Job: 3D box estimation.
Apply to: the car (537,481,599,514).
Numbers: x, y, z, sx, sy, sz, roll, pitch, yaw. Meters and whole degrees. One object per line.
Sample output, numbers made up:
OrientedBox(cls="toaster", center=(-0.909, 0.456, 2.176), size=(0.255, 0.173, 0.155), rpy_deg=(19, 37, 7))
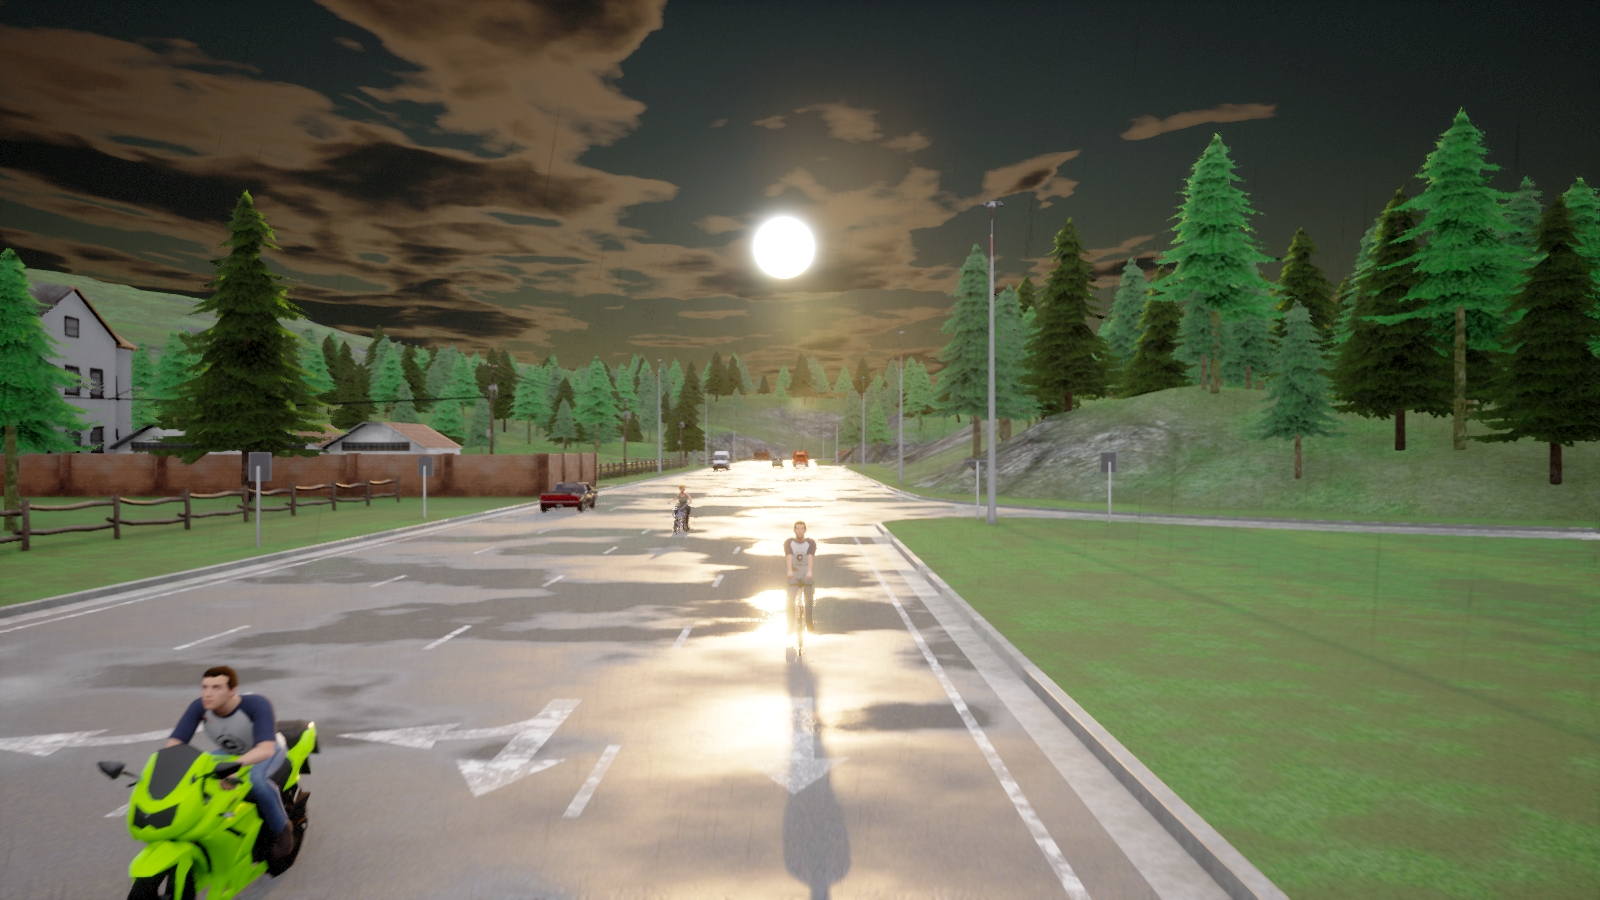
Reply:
OrientedBox(cls="car", center=(-10.500, 2.120, 52.071), size=(1.895, 1.301, 4.718), rpy_deg=(0, 0, 0))

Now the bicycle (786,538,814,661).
OrientedBox(cls="bicycle", center=(0.000, 2.044, 15.978), size=(0.373, 1.496, 1.643), rpy_deg=(0, 0, 0))

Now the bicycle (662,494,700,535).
OrientedBox(cls="bicycle", center=(-3.927, 2.132, 37.923), size=(0.859, 1.277, 1.487), rpy_deg=(0, 0, 11))

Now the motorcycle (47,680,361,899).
OrientedBox(cls="motorcycle", center=(-3.429, 2.181, 6.845), size=(0.803, 1.199, 2.033), rpy_deg=(0, 0, 1))
